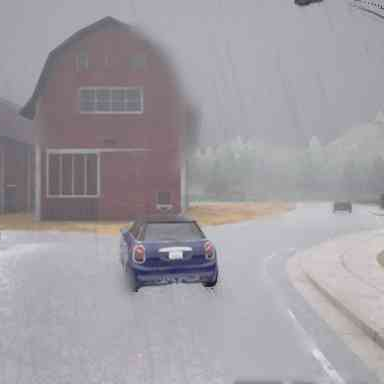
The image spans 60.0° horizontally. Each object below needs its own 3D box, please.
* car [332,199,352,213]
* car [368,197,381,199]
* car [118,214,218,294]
[{"bbox_3d":[17.516,1.553,38.837,1.882,1.535,5.008,0,0,24],"label":"car"},{"bbox_3d":[41.398,1.778,74.489,4.902,1.511,2.128,0,0,1],"label":"car"},{"bbox_3d":[-0.873,1.394,9.276,2.097,1.767,4.553,0,0,-14],"label":"car"}]
